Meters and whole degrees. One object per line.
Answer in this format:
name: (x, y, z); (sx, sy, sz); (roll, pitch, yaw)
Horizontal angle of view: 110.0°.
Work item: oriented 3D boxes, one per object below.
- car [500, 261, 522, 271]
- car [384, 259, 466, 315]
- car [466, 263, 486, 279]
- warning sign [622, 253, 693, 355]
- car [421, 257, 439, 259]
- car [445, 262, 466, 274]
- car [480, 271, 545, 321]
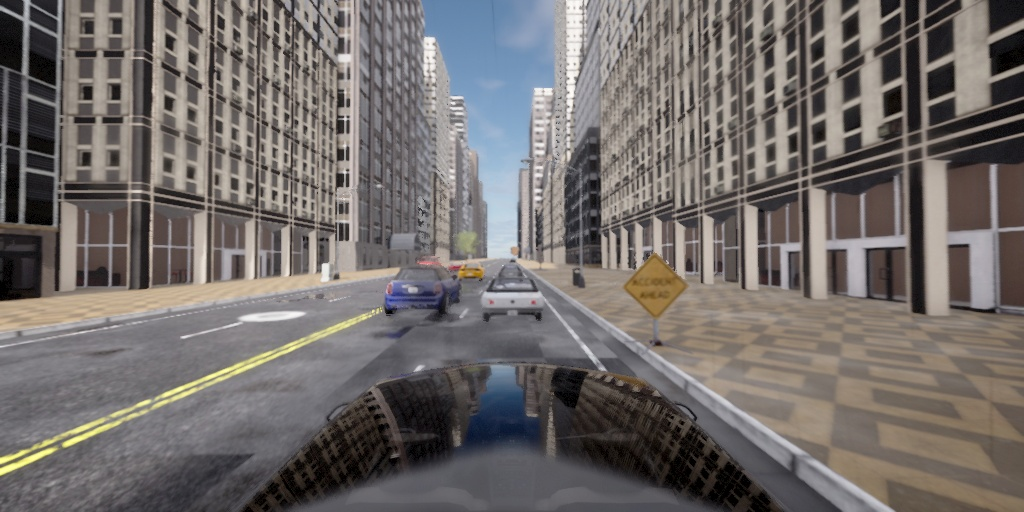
car: (-0.091, 1.379, 29.906); (1.994, 1.385, 4.181); (0, 0, 0)
car: (-3.238, 1.134, 13.848); (2.097, 1.767, 4.553); (0, 0, 0)
car: (-3.345, 1.300, 30.943); (1.882, 1.535, 5.008); (0, 0, 0)
warning sign: (2.825, 0.872, 7.023); (1.300, 1.860, 1.060); (0, 0, 0)
car: (-10.112, 1.083, 43.556); (2.150, 2.045, 5.566); (0, 0, 0)
car: (-6.863, 1.459, 43.964); (1.895, 1.301, 4.718); (0, 0, 0)
car: (0.018, 1.374, 12.609); (1.895, 1.301, 4.718); (0, 0, 0)
